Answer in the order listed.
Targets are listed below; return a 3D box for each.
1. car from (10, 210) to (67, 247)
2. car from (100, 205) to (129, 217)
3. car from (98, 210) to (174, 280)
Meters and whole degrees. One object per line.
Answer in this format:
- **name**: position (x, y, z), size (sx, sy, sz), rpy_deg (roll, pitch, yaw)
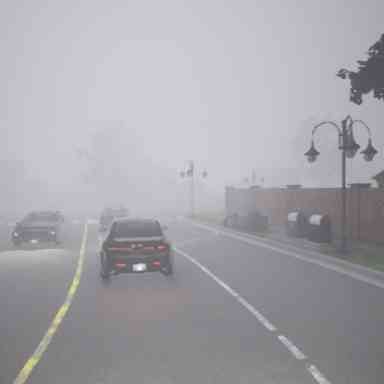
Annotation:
- **car**: position (-6.965, 1.560, 15.677), size (2.033, 1.411, 5.357), rpy_deg (0, 0, -16)
- **car**: position (-5.101, 1.559, 22.138), size (1.994, 1.385, 4.181), rpy_deg (0, 0, -16)
- **car**: position (-1.723, 1.499, 10.065), size (1.837, 1.490, 4.892), rpy_deg (0, 0, -12)
